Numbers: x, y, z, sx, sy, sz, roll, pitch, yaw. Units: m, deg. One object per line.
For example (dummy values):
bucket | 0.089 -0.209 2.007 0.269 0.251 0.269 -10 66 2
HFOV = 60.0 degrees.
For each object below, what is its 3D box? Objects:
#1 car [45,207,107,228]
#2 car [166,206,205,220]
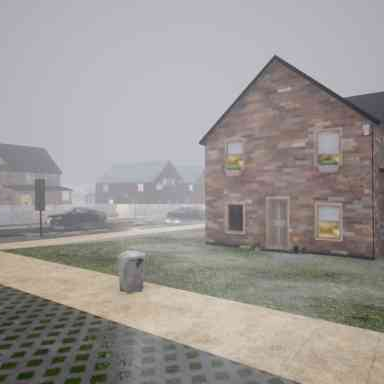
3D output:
car | -8.849 1.921 25.791 2.128 1.511 4.902 0 -2 35
car | -0.603 2.336 37.536 2.033 1.411 5.357 -1 -2 35
